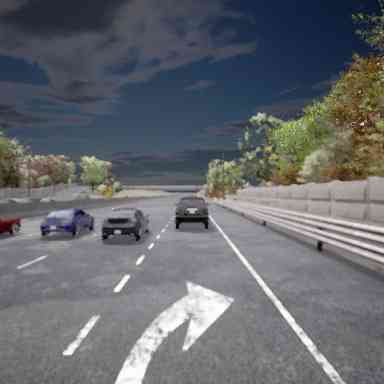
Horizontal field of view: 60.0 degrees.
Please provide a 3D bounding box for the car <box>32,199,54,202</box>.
[{"bbox_3d":[-24.489,1.881,55.928,1.812,1.442,4.674,0,1,0],"label":"car"}]

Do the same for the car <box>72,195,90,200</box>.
[{"bbox_3d":[-20.985,1.615,62.832,2.150,2.045,5.566,0,0,0],"label":"car"}]

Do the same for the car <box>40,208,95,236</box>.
[{"bbox_3d":[-6.897,1.623,18.804,1.812,1.442,4.674,0,0,0],"label":"car"}]

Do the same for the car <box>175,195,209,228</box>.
[{"bbox_3d":[0.006,1.343,23.085,2.150,2.045,5.566,0,0,0],"label":"car"}]

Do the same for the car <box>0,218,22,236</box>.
[{"bbox_3d":[-10.394,1.684,16.374,1.895,1.301,4.718,0,0,0],"label":"car"}]

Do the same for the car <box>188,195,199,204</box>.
[{"bbox_3d":[0.433,1.777,81.734,2.150,2.045,5.566,0,-1,8],"label":"car"}]

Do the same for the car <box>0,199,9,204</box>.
[{"bbox_3d":[-31.488,1.915,56.203,1.994,1.385,4.181,0,0,0],"label":"car"}]

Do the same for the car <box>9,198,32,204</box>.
[{"bbox_3d":[-27.991,1.852,56.025,2.128,1.511,4.902,0,0,0],"label":"car"}]

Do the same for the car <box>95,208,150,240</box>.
[{"bbox_3d":[-3.395,1.595,17.619,1.837,1.490,4.892,0,0,0],"label":"car"}]
